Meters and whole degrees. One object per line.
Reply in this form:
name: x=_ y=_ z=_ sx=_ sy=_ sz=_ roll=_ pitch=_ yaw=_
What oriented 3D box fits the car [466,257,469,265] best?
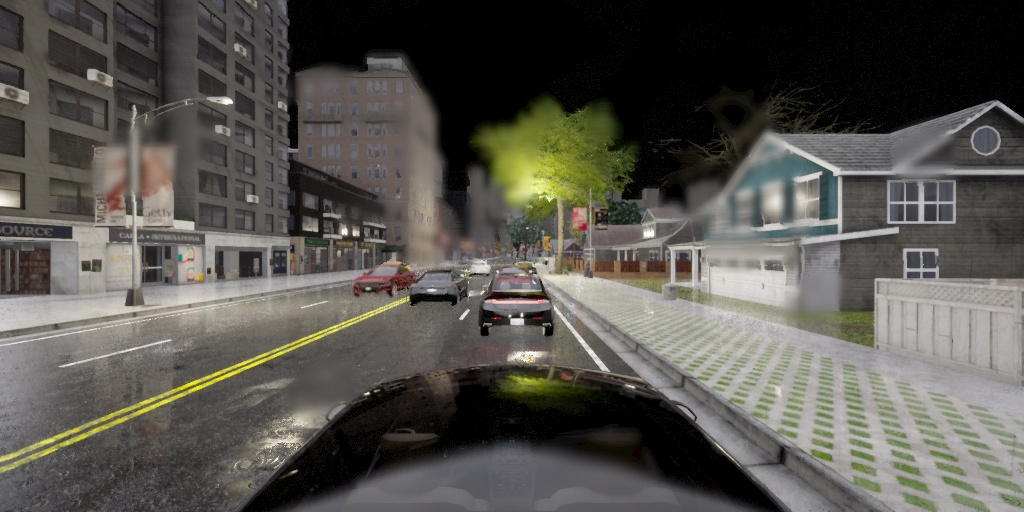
car: x=-6.483 y=1.211 z=63.574 sx=1.812 sy=1.442 sz=4.674 roll=0 pitch=0 yaw=1

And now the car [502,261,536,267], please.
car: x=0.122 y=1.219 z=19.860 sx=1.882 sy=1.535 sz=5.008 roll=0 pitch=0 yaw=0

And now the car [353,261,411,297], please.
car: x=-6.579 y=1.220 z=18.903 sx=1.882 sy=1.535 sz=5.008 roll=0 pitch=0 yaw=0

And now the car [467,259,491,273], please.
car: x=-3.108 y=1.248 z=35.888 sx=1.812 sy=1.442 sz=4.674 roll=0 pitch=0 yaw=0

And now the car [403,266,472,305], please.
car: x=-3.131 y=1.308 z=16.009 sx=1.994 sy=1.385 sz=4.181 roll=0 pitch=0 yaw=0

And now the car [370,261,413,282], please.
car: x=-9.817 y=1.208 z=29.624 sx=1.882 sy=1.535 sz=5.008 roll=0 pitch=0 yaw=0

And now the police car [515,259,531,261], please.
police car: x=1.008 y=1.156 z=29.590 sx=1.930 sy=1.638 sz=5.238 roll=0 pitch=0 yaw=0

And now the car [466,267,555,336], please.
car: x=0.113 y=1.239 z=10.357 sx=2.128 sy=1.511 sz=4.902 roll=0 pitch=0 yaw=0
